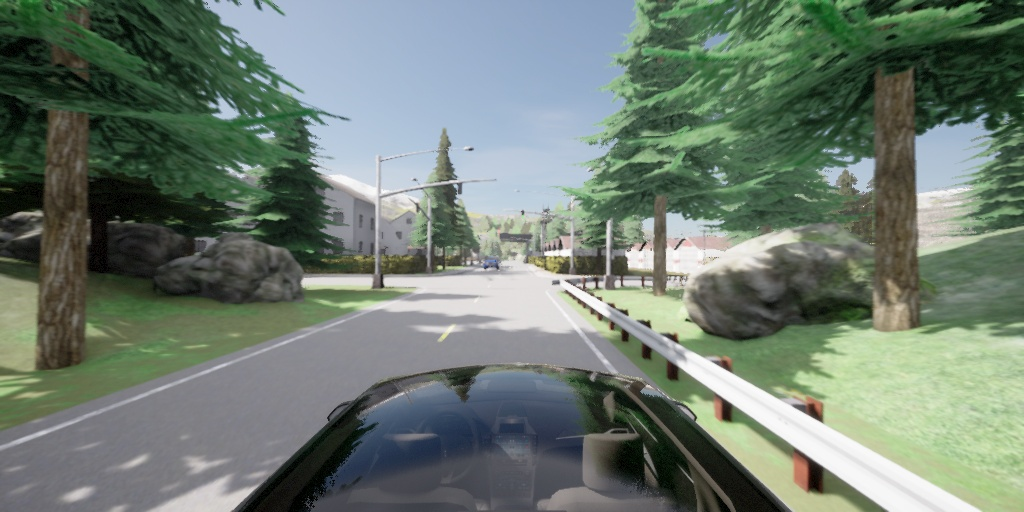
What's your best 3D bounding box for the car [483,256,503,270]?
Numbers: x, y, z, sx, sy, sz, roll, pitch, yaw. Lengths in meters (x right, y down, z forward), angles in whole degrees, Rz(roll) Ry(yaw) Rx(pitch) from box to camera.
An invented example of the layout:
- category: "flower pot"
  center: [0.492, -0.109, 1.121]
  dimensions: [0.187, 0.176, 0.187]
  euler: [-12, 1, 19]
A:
- category: "car"
  center: [-3.016, 1.052, 53.938]
  dimensions: [2.150, 2.045, 5.566]
  euler: [0, 0, 1]
